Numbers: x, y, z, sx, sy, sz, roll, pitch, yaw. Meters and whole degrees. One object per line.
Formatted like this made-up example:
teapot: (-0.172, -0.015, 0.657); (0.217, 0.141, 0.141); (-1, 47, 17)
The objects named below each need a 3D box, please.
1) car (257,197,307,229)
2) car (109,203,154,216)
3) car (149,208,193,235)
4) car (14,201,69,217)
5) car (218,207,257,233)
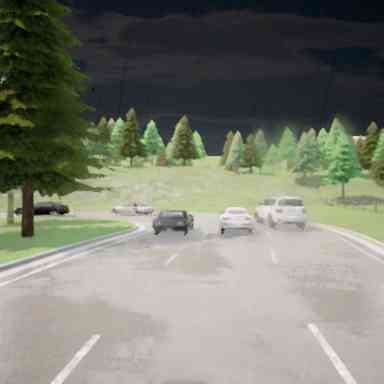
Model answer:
car: (6.007, 1.360, 23.074); (2.150, 2.045, 5.566); (1, 0, -4)
car: (-6.371, 1.802, 34.899); (4.718, 1.301, 1.895); (0, 0, 27)
car: (-0.992, 1.716, 19.724); (1.895, 1.301, 4.718); (0, 0, 5)
car: (-14.728, 1.662, 32.651); (5.008, 1.535, 1.882); (0, -1, -5)
car: (2.635, 1.647, 20.510); (1.812, 1.442, 4.674); (0, 0, 3)
